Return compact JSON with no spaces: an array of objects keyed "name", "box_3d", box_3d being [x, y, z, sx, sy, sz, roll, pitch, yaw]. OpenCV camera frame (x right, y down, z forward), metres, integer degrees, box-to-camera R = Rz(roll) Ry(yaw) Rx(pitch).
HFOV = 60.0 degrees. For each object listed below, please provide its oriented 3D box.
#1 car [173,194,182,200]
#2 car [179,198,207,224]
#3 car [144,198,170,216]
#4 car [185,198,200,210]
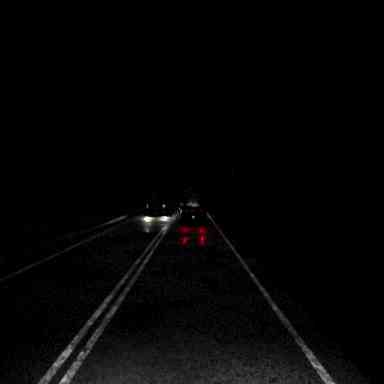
[{"name":"car","box_3d":[-3.149,1.183,73.080,2.097,1.767,4.553,0,0,1]},{"name":"car","box_3d":[0.095,1.499,25.033,2.128,1.511,4.902,0,0,0]},{"name":"car","box_3d":[-3.354,1.361,32.528,2.097,1.767,4.553,0,0,0]},{"name":"car","box_3d":[0.091,1.537,42.983,1.812,1.442,4.674,0,0,0]}]
